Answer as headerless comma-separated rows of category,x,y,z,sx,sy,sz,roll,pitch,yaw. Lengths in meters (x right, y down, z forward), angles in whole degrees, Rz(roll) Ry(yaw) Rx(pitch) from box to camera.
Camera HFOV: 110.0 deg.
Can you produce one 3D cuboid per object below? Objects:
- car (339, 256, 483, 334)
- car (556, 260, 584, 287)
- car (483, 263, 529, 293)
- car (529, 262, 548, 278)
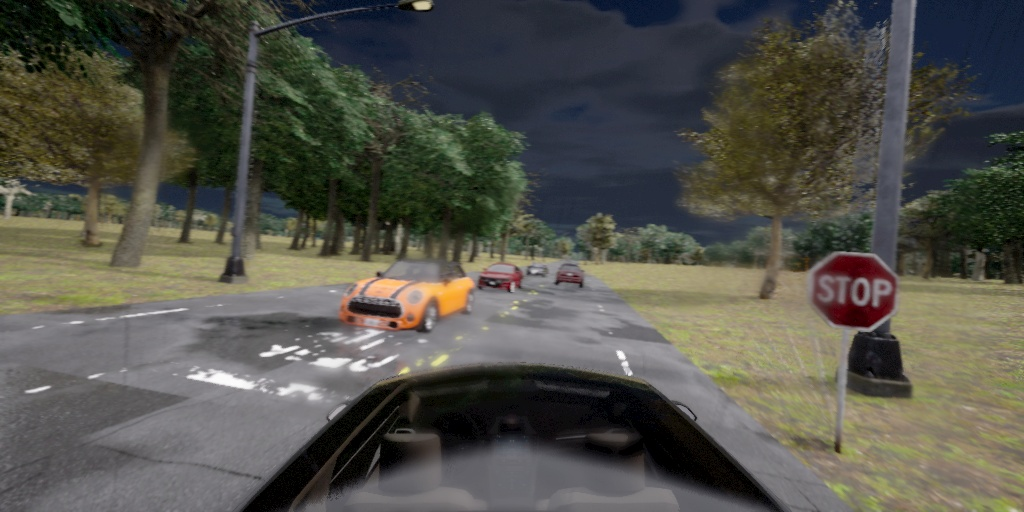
car,-2.567,0.873,9.946,2.097,1.767,4.553,5,0,11
car,4.804,1.458,29.404,2.097,1.767,4.553,5,0,11
car,-0.524,1.154,20.688,1.882,1.535,5.008,5,0,11
car,2.653,1.408,37.135,2.128,1.511,4.902,5,0,11
